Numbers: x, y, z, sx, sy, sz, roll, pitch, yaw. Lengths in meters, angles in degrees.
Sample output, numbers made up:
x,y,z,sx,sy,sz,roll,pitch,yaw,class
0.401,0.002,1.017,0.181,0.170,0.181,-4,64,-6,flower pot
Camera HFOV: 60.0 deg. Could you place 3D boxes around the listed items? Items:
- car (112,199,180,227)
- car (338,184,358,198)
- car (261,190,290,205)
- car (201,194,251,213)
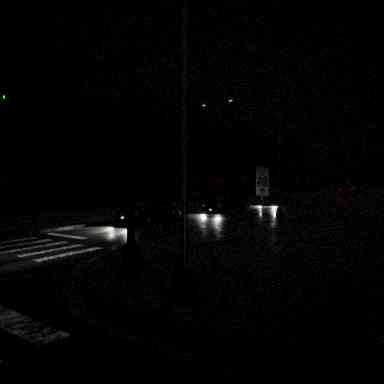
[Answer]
x,y,z,sx,sy,sz,roll,pitch,yaw,class
-2.524,1.118,19.102,1.994,1.385,4.181,0,2,35,car
24.392,-0.219,51.953,2.150,2.045,5.566,0,2,35,car
8.894,0.557,35.197,1.837,1.490,4.892,0,2,35,car
2.887,0.859,26.734,2.033,1.411,5.357,0,2,35,car
